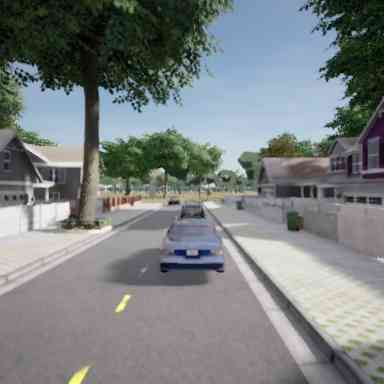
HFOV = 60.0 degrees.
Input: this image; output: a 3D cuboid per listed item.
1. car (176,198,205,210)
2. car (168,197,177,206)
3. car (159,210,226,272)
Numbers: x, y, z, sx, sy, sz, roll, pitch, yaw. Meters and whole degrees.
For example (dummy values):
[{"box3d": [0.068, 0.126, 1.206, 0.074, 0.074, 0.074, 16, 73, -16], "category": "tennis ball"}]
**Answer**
[{"box3d": [0.047, 1.448, 27.857, 2.128, 1.511, 4.902, 0, 0, 0], "category": "car"}, {"box3d": [-2.788, 1.513, 52.517, 1.895, 1.301, 4.718, 0, 0, 1], "category": "car"}, {"box3d": [0.027, 1.531, 10.684, 2.033, 1.411, 5.357, 0, 0, 1], "category": "car"}]
